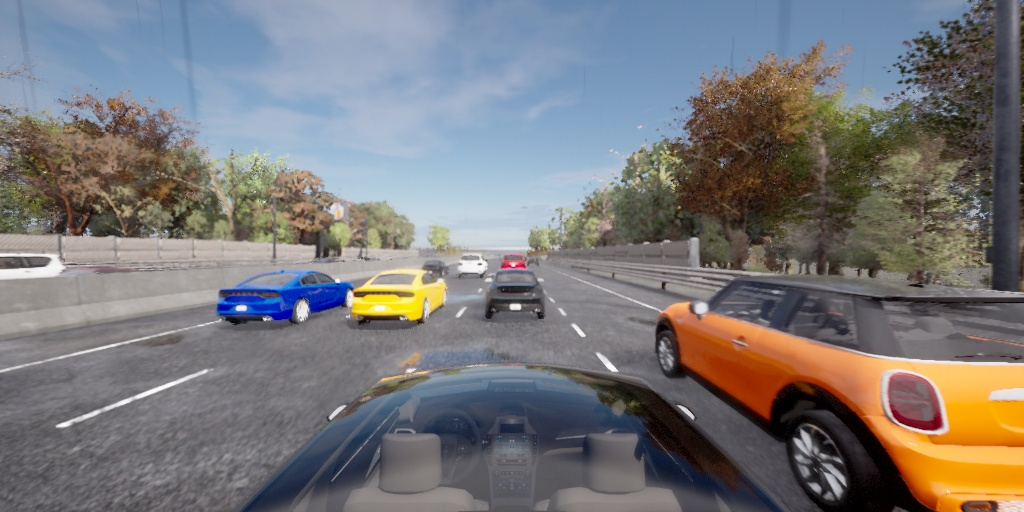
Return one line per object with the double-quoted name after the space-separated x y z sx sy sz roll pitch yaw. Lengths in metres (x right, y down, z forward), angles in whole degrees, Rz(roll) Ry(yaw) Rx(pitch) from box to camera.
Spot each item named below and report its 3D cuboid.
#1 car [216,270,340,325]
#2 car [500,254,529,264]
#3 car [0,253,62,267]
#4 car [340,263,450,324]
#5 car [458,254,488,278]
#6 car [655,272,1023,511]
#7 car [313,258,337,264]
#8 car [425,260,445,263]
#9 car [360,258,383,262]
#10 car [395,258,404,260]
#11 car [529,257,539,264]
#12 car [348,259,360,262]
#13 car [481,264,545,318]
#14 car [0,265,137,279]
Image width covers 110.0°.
-6.896 1.175 11.615 1.882 1.535 5.008 0 0 0 "car"
0.106 0.821 31.735 2.150 2.045 5.566 0 0 0 "car"
-21.097 0.907 13.840 2.150 2.045 5.566 0 0 0 "car"
-3.396 1.175 11.700 1.882 1.535 5.008 0 0 0 "car"
-3.396 0.822 31.675 2.150 2.045 5.566 0 0 0 "car"
3.479 1.008 4.379 2.097 1.767 4.553 0 0 2 "car"
-28.033 1.061 53.895 1.994 1.385 4.181 0 0 1 "car"
-6.893 1.101 32.542 1.837 1.490 4.892 0 0 0 "car"
-21.036 1.056 55.141 1.994 1.385 4.181 0 0 1 "car"
-17.545 1.016 55.666 1.812 1.442 4.674 0 0 0 "car"
3.515 0.880 61.044 1.837 1.490 4.892 0 0 0 "car"
-24.522 1.087 56.494 1.895 1.301 4.718 0 0 1 "car"
0.103 1.197 12.670 1.837 1.490 4.892 0 0 0 "car"
-17.586 1.206 14.935 1.812 1.442 4.674 0 0 0 "car"
